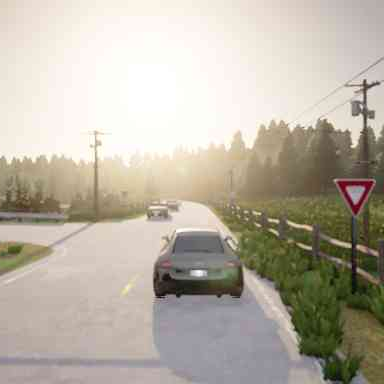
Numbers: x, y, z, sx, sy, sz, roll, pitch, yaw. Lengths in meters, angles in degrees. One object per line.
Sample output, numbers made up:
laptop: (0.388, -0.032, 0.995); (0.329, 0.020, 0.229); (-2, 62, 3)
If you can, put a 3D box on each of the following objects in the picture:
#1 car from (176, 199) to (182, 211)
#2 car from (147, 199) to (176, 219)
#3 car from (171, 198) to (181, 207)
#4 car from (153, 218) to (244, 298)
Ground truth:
car: (-2.833, 1.782, 45.383); (1.882, 1.535, 5.008); (0, 0, 1)
car: (-3.064, 1.703, 31.545); (2.128, 1.511, 4.902); (0, 0, 2)
car: (-2.902, 1.935, 61.239); (1.812, 1.442, 4.674); (0, -1, -1)
car: (0.138, 1.624, 8.722); (1.994, 1.385, 4.181); (0, 0, 0)
